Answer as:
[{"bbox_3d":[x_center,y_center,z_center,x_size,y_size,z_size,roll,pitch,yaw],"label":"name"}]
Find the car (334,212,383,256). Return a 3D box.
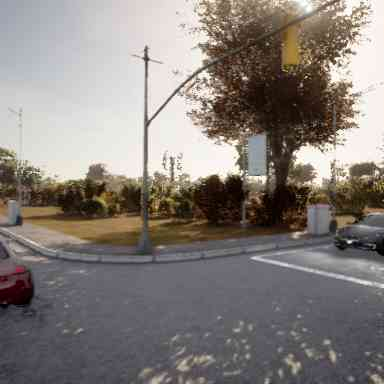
[{"bbox_3d":[7.904,1.644,13.932,4.892,1.490,1.837,1,0,-36],"label":"car"}]

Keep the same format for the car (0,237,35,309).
[{"bbox_3d":[-4.905,1.566,7.256,1.994,1.385,4.181,1,0,-39],"label":"car"}]
